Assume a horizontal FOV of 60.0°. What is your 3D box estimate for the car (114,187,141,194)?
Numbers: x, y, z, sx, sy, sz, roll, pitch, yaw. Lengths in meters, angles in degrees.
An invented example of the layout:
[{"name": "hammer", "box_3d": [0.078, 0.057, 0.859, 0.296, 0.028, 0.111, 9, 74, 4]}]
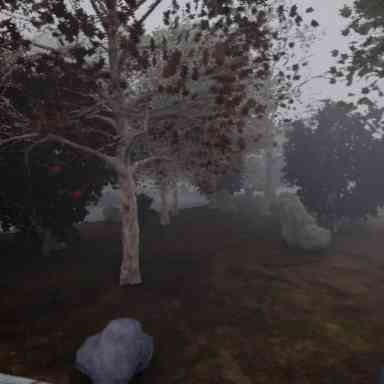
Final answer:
[{"name": "car", "box_3d": [-9.662, -0.487, 49.504, 4.553, 1.767, 2.097, 3, 2, 34]}]
